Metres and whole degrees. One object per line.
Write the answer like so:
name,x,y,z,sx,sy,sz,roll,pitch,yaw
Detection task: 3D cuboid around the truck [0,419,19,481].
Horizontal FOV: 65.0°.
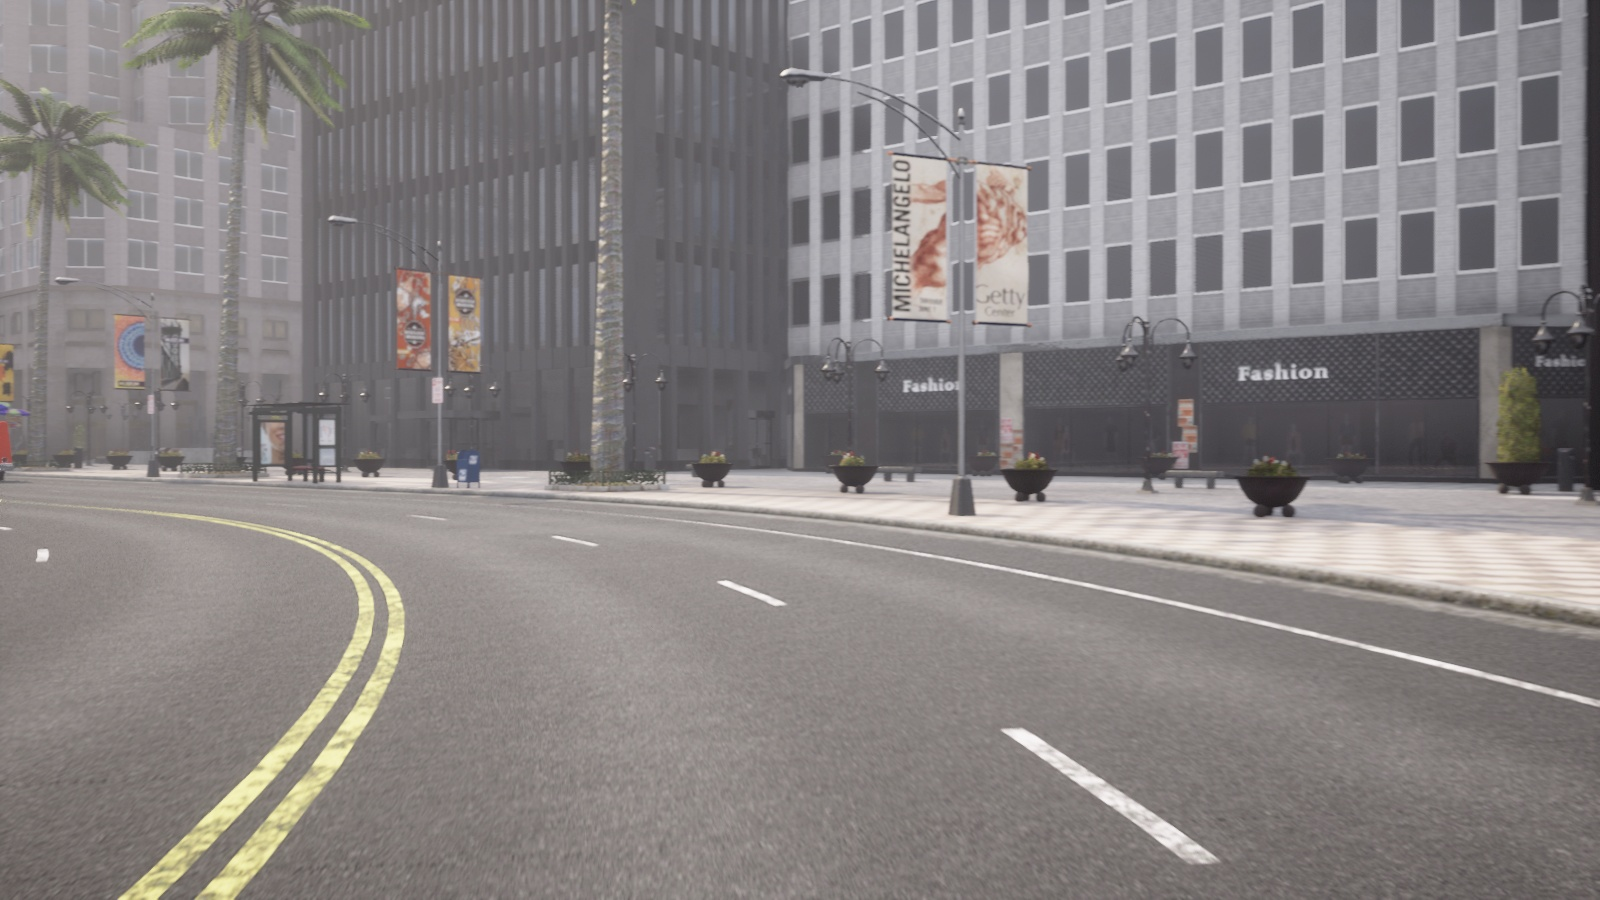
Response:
truck,-34.311,-0.020,51.277,5.204,2.467,2.627,0,0,40
